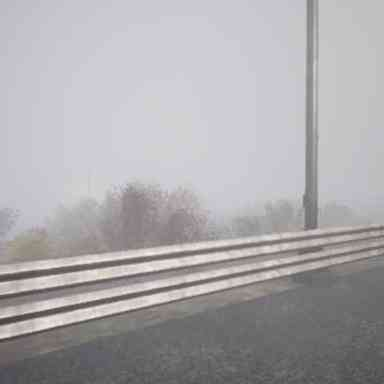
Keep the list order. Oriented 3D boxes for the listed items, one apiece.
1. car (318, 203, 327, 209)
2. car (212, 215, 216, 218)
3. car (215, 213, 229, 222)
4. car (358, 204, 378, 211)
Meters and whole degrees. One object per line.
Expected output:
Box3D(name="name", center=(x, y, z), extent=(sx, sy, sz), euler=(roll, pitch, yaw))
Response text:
Box3D(name="car", center=(30.210, 3.276, 73.711), extent=(4.892, 1.490, 1.837), euler=(-4, 3, -19))
Box3D(name="car", center=(6.336, 4.928, 65.547), extent=(4.902, 1.511, 2.128), euler=(-4, 3, -19))
Box3D(name="car", center=(7.509, 5.027, 62.251), extent=(4.892, 1.490, 1.837), euler=(-4, 3, -19))
Box3D(name="car", center=(36.590, 3.195, 68.483), extent=(4.902, 1.511, 2.128), euler=(-4, 3, -19))
